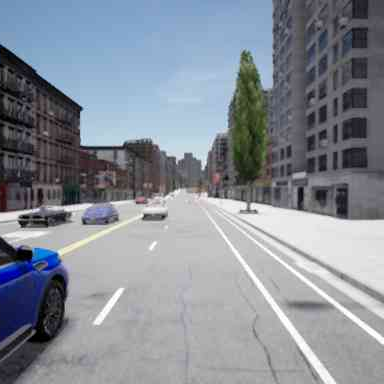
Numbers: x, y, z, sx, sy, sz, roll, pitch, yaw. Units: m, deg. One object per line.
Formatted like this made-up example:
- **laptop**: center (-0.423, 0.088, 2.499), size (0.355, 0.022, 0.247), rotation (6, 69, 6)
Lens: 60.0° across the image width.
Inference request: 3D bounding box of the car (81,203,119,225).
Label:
- **car**: center (-6.598, 1.526, 24.390), size (1.812, 1.442, 4.674), rotation (0, 0, 0)

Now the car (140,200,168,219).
- **car**: center (-3.152, 1.608, 29.535), size (1.895, 1.301, 4.718), rotation (0, 0, 0)

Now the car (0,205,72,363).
- **car**: center (-3.150, 1.217, 3.290), size (2.150, 2.045, 5.566), rotation (0, 0, 0)

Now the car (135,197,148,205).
- **car**: center (-9.759, 1.667, 64.440), size (1.882, 1.535, 5.008), rotation (0, 0, 0)

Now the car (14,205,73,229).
- **car**: center (-9.850, 1.598, 22.572), size (1.895, 1.301, 4.718), rotation (0, 0, 0)

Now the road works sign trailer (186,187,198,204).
- **road works sign trailer**: center (0.022, 0.702, 71.865), size (2.380, 3.560, 2.880), rotation (0, 0, 3)

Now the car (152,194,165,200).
- **car**: center (-6.507, 1.411, 66.086), size (2.150, 2.045, 5.566), rotation (0, 0, 0)
